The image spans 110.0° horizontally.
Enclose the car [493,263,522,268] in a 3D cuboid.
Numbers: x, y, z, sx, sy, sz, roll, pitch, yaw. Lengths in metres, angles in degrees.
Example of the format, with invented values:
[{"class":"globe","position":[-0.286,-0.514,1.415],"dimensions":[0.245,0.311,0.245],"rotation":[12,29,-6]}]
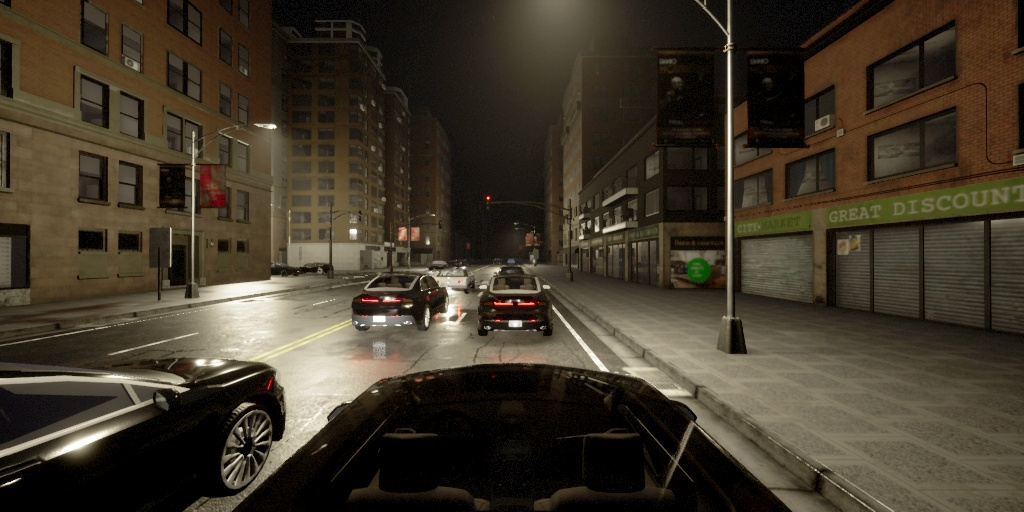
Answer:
[{"class":"car","position":[-0.035,1.279,19.644],"dimensions":[1.812,1.442,4.674],"rotation":[0,0,0]}]

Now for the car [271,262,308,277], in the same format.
[{"class":"car","position":[-22.610,1.316,34.572],"dimensions":[4.181,1.385,1.994],"rotation":[0,0,0]}]

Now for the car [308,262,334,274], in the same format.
[{"class":"car","position":[-22.227,1.348,40.053],"dimensions":[4.313,1.339,1.948],"rotation":[0,0,0]}]

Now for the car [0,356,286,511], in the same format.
[{"class":"car","position":[-3.154,1.242,1.589],"dimensions":[2.128,1.511,4.902],"rotation":[0,0,0]}]

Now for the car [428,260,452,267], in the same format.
[{"class":"car","position":[-9.960,1.316,48.764],"dimensions":[2.033,1.411,5.357],"rotation":[0,0,1]}]

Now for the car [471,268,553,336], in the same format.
[{"class":"car","position":[0.081,1.256,10.387],"dimensions":[1.837,1.490,4.892],"rotation":[0,0,0]}]

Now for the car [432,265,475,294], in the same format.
[{"class":"car","position":[-3.189,1.354,20.290],"dimensions":[1.895,1.301,4.718],"rotation":[0,0,0]}]

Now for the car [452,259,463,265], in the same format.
[{"class":"car","position":[-9.945,1.342,60.364],"dimensions":[1.994,1.385,4.181],"rotation":[0,0,0]}]

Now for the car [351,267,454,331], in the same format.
[{"class":"car","position":[-3.170,1.256,10.978],"dimensions":[1.837,1.490,4.892],"rotation":[0,0,0]}]
